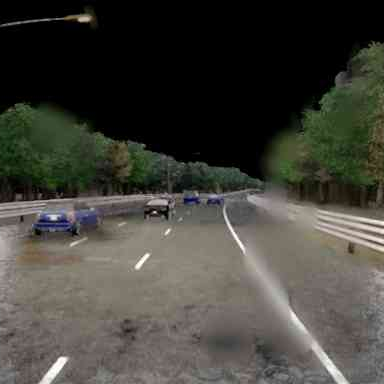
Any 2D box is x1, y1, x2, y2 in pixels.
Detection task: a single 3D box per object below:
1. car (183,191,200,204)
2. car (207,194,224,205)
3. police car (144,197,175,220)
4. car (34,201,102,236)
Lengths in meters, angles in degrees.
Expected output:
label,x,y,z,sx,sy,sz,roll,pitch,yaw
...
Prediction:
label,x,y,z,sx,sy,sz,roll,pitch,yaw
car,0.012,0.860,52.199,2.150,2.045,5.566,0,0,7
car,3.294,1.124,49.195,1.882,1.535,5.008,0,0,7
police car,-2.491,1.239,26.559,1.930,1.638,5.238,0,1,4
car,-6.424,1.249,17.795,2.097,1.767,4.553,0,1,3
